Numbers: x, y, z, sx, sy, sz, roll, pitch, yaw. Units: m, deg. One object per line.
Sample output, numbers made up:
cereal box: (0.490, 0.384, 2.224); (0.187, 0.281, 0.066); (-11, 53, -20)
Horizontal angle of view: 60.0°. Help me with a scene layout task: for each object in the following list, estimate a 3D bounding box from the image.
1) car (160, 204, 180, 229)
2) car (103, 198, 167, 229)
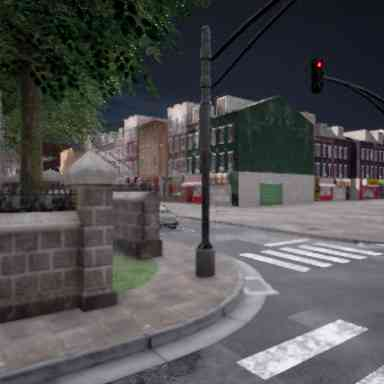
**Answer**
car: (-2.307, 1.210, 17.909); (2.008, 1.369, 4.403); (2, 0, -36)
car: (-3.477, 1.142, 19.498); (1.752, 1.417, 4.829); (2, 0, -36)
